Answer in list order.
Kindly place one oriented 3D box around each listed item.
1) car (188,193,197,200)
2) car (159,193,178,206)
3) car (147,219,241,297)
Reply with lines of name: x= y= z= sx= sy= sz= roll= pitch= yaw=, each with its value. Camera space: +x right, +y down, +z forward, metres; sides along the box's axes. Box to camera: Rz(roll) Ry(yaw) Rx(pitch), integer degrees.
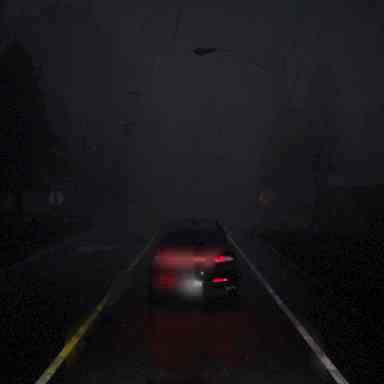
car: x=0.011 y=0.935 z=69.587 sx=2.128 sy=1.511 sz=4.902 roll=0 pitch=0 yaw=0
car: x=-3.583 y=1.162 z=47.843 sx=2.033 sy=1.411 sz=5.357 roll=0 pitch=0 yaw=0
car: x=0.055 y=1.423 z=8.358 sx=2.128 sy=1.511 sz=4.902 roll=0 pitch=0 yaw=0
